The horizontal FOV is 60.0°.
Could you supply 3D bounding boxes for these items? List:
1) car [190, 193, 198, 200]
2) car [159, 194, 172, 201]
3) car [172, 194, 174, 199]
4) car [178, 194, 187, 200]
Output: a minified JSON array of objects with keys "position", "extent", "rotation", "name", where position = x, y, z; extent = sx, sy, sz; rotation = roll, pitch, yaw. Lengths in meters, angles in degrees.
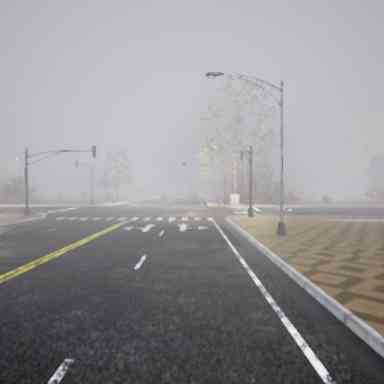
[{"position":[0.571,1.108,86.147],"extent":[2.097,1.767,4.553],"rotation":[0,0,1],"name":"car"},{"position":[-6.139,1.279,73.818],"extent":[1.882,1.535,5.008],"rotation":[0,0,1],"name":"car"},{"position":[-5.874,1.175,89.426],"extent":[2.128,1.511,4.902],"rotation":[0,0,1],"name":"car"},{"position":[-2.677,1.347,86.297],"extent":[1.895,1.301,4.718],"rotation":[0,0,1],"name":"car"}]
